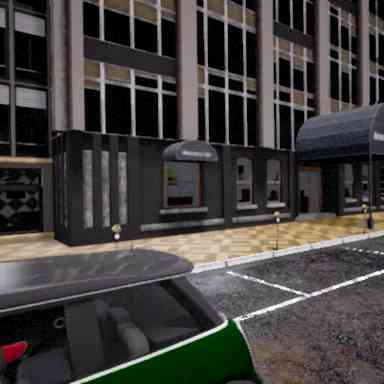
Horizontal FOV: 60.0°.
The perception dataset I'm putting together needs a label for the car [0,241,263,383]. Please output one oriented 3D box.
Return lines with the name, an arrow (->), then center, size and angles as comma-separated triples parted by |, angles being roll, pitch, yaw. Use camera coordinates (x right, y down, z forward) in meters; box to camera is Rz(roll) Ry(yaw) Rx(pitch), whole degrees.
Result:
car -> -1.683, 1.356, 2.178 | 4.553, 1.767, 2.097 | -1, 1, -35
